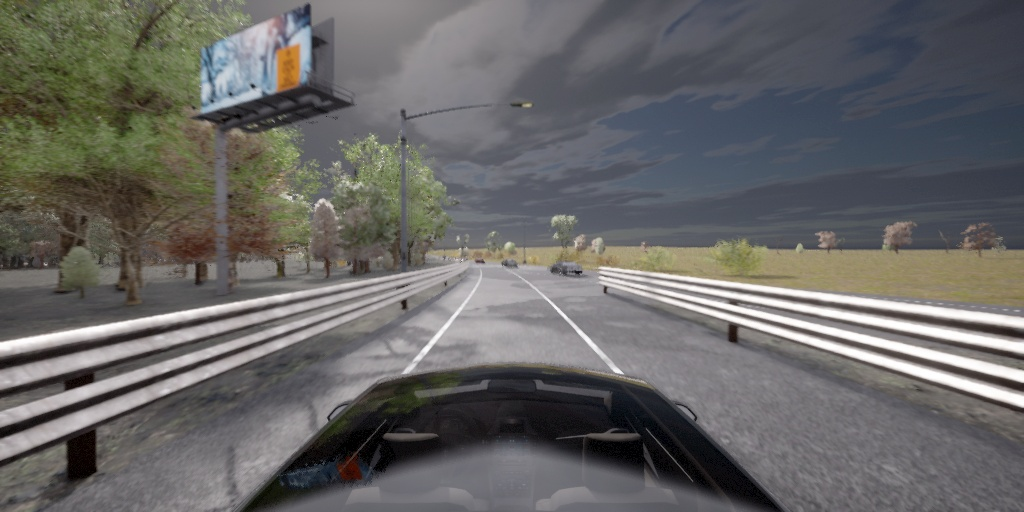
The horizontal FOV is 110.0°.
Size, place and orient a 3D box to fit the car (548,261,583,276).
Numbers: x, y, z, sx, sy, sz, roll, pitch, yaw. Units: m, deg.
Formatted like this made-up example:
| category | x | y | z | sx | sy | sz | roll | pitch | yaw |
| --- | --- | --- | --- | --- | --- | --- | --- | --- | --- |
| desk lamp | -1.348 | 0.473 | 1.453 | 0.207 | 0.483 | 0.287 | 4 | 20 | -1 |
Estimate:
| category | x | y | z | sx | sy | sz | roll | pitch | yaw |
| --- | --- | --- | --- | --- | --- | --- | --- | --- | --- |
| car | 5.221 | 1.180 | 35.602 | 2.033 | 1.411 | 5.357 | -1 | 0 | -14 |

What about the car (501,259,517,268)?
| category | x | y | z | sx | sy | sz | roll | pitch | yaw |
| --- | --- | --- | --- | --- | --- | --- | --- | --- | --- |
| car | -0.534 | 1.158 | 58.905 | 2.128 | 1.511 | 4.902 | -1 | 0 | -14 |
